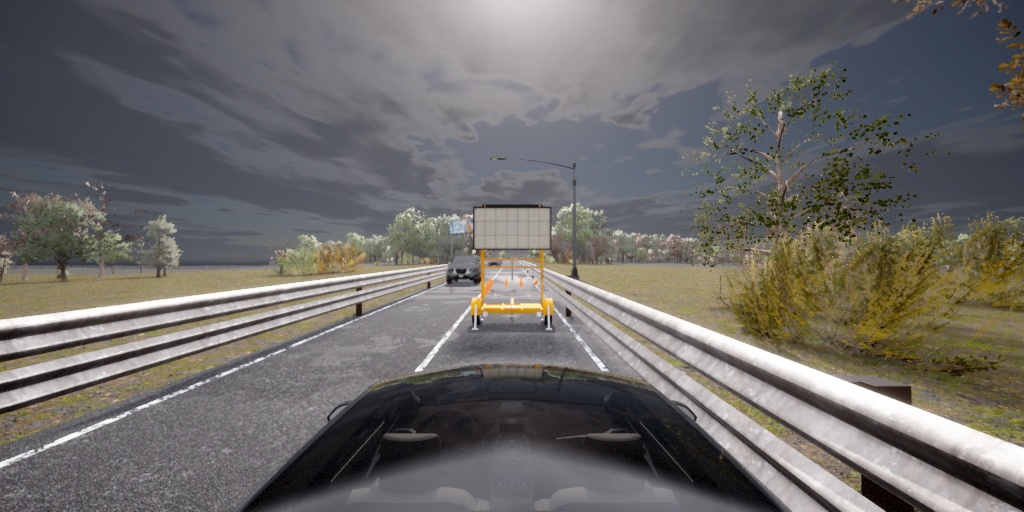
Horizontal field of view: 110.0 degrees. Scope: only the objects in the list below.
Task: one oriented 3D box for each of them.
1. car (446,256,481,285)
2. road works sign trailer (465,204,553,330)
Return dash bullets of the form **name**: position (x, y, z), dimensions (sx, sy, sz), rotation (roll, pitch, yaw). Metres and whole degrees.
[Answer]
- **car**: position (-3.352, 0.980, 26.364), dimensions (2.150, 2.045, 5.566), rotation (0, 0, 0)
- **road works sign trailer**: position (0.009, 0.218, 11.109), dimensions (2.380, 3.560, 2.880), rotation (0, 0, 0)
